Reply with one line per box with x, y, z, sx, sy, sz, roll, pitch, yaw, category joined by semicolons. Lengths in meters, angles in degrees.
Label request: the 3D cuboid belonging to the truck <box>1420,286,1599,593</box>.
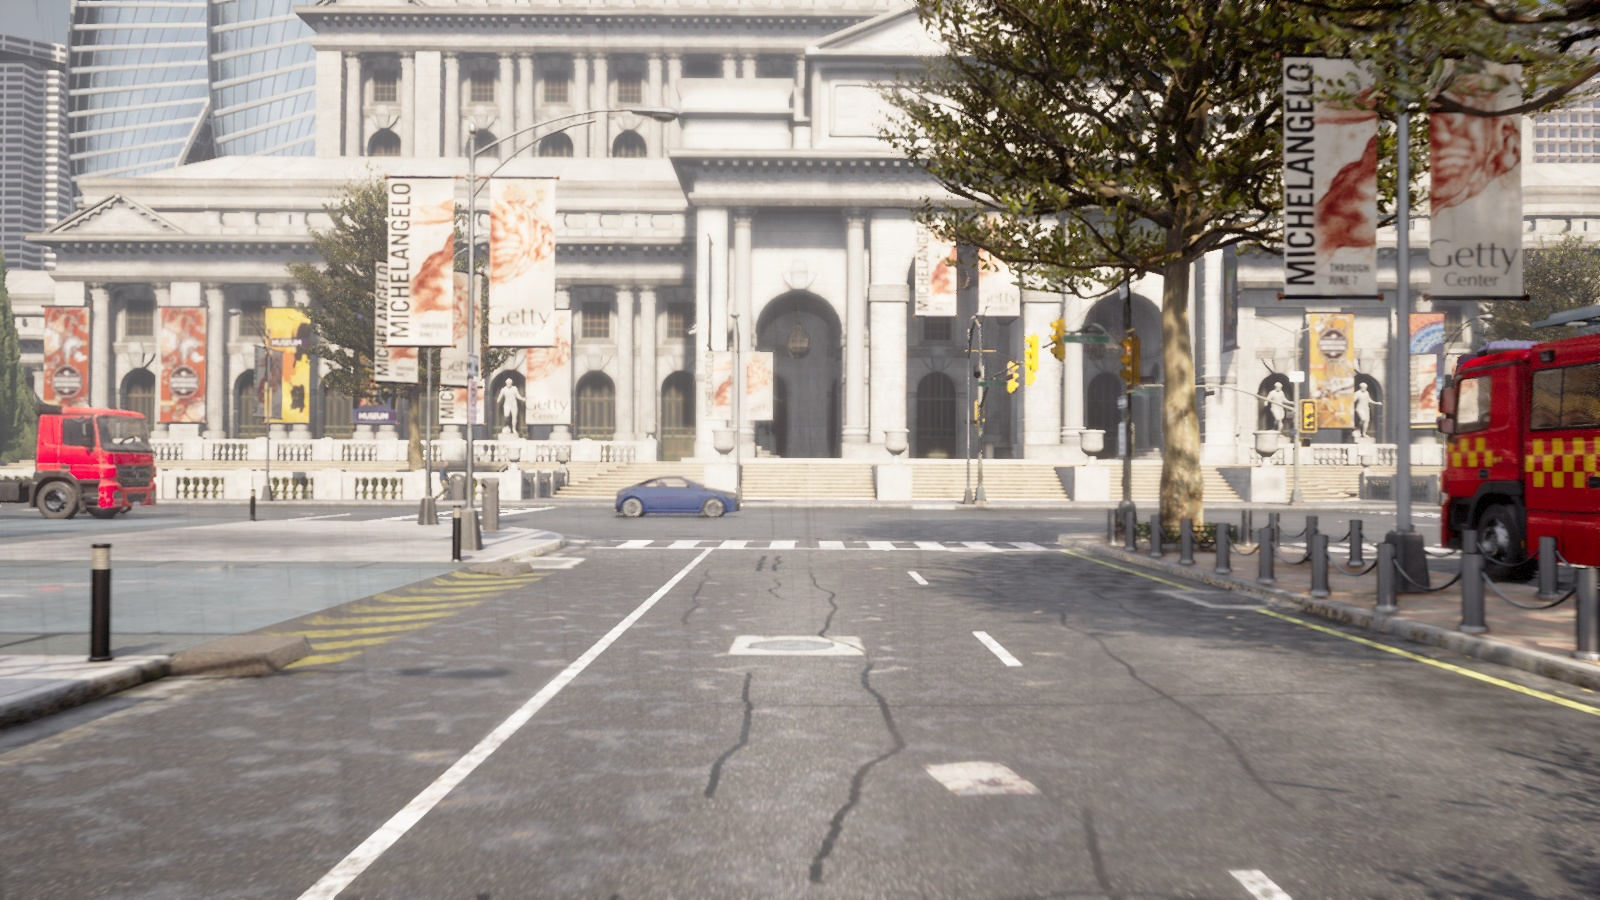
11.438;-0.128;15.957;2.891;3.827;8.468;0;-1;0;truck

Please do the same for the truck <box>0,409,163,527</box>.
-24.115;0.559;38.237;7.936;3.462;2.891;0;-1;0;truck

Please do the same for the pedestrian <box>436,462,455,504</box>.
-15.806;1.460;55.952;0.726;1.842;0.402;0;-1;4;pedestrian

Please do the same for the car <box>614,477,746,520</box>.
-3.931;1.585;41.669;4.181;1.385;1.994;0;-1;0;car
